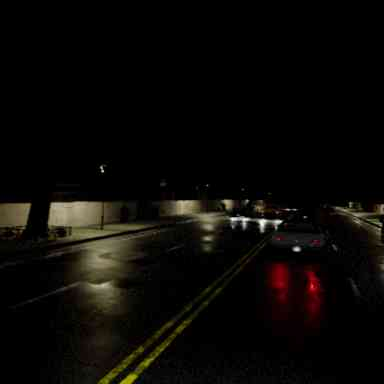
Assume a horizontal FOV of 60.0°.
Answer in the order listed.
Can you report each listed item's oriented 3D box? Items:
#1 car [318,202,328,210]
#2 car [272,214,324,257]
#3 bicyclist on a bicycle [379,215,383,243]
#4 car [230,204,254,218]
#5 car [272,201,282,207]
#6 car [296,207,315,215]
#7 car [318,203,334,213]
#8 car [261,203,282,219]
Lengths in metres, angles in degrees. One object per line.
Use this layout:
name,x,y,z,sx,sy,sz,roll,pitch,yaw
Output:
car,28.651,3.043,72.678,1.812,1.442,4.674,1,-1,20
car,4.646,1.870,14.454,1.895,1.301,4.718,1,-1,20
bicyclist on a bicycle,9.802,1.786,16.876,0.659,1.776,1.843,1,0,20
car,5.765,2.098,37.633,2.033,1.411,5.357,1,-1,20
car,19.437,2.668,75.852,1.895,1.301,4.718,1,-1,20
car,12.114,2.275,35.498,1.895,1.301,4.718,1,-1,20
car,23.058,2.672,56.636,2.128,1.511,4.902,1,-1,19
car,8.740,2.083,36.294,1.882,1.535,5.008,1,-1,20
